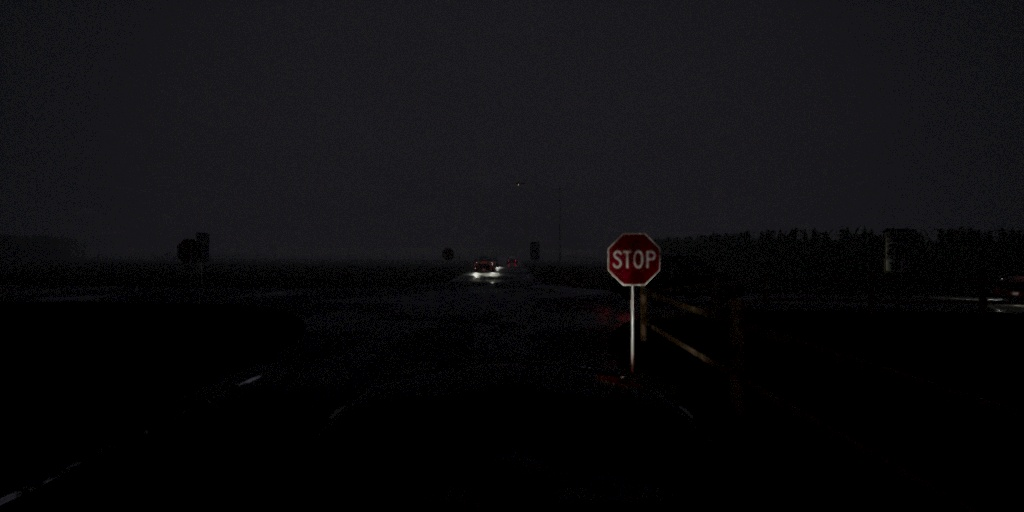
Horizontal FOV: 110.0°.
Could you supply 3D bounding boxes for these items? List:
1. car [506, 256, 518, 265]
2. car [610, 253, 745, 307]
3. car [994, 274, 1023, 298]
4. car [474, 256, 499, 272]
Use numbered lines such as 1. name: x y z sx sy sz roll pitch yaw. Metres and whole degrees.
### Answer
1. car: 0.008 0.774 61.454 1.895 1.301 4.718 0 1 0
2. car: 6.806 0.924 14.869 5.566 2.045 2.150 1 -2 -17
3. car: 27.190 1.311 17.759 4.553 1.767 2.097 1 0 0
4. car: -2.840 0.763 37.978 2.097 1.767 4.553 0 1 0
